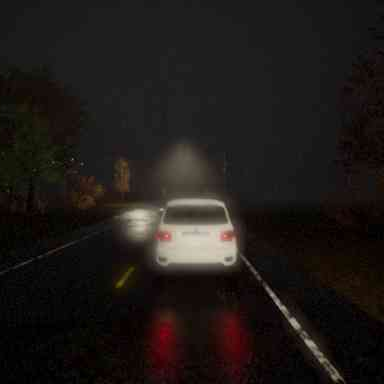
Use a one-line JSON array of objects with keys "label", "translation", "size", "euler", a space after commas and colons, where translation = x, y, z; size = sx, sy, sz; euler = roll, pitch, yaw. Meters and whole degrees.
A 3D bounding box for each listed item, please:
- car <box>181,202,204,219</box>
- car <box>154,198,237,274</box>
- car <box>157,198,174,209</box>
[{"label": "car", "translation": [0.084, 1.579, 29.594], "size": [1.895, 1.301, 4.718], "euler": [0, 0, 0]}, {"label": "car", "translation": [0.070, 1.214, 10.611], "size": [2.150, 2.045, 5.566], "euler": [0, 0, -1]}, {"label": "car", "translation": [-3.585, 1.535, 46.210], "size": [1.994, 1.385, 4.181], "euler": [0, 0, 0]}]
